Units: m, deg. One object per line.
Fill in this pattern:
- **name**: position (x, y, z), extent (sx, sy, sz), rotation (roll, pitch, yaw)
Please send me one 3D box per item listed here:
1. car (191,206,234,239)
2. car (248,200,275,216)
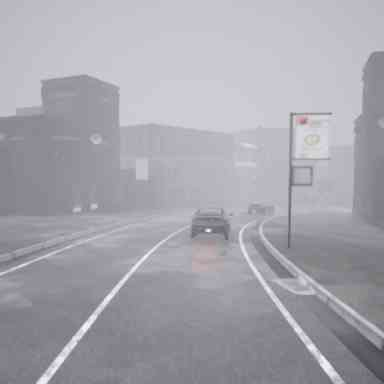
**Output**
- **car**: position (1.102, 1.515, 17.597), extent (1.837, 1.490, 4.892), rotation (0, 0, 8)
- **car**: position (7.376, 1.635, 35.022), extent (1.837, 1.490, 4.892), rotation (2, 0, 30)
